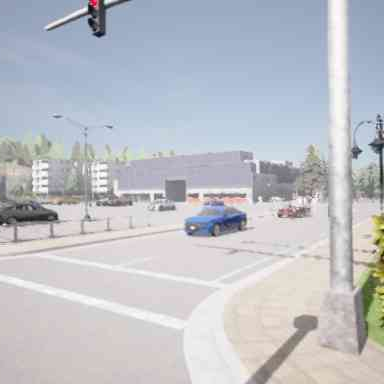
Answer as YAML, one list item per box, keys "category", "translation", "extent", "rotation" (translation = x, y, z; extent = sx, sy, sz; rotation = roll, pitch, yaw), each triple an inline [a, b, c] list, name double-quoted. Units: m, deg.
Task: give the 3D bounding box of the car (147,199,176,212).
- category: "car"
  translation: [-3.800, 1.669, 41.254]
  extent: [1.970, 1.475, 3.806]
  rotation: [-1, 0, 35]

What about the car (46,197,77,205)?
- category: "car"
  translation: [-25.168, 1.789, 65.220]
  extent: [2.152, 1.636, 5.027]
  rotation: [-1, 0, 35]

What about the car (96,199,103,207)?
- category: "car"
  translation: [-14.743, 1.567, 57.806]
  extent: [1.905, 1.878, 3.866]
  rotation: [-1, 0, 35]

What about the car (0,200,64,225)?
- category: "car"
  translation: [-12.152, 1.602, 24.353]
  extent: [2.007, 1.523, 4.514]
  rotation: [-1, 0, 35]

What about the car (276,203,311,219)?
- category: "car"
  translation: [9.355, 1.695, 30.528]
  extent: [1.895, 1.301, 4.718]
  rotation: [-1, 0, 35]

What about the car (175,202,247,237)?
- category: "car"
  translation: [1.453, 1.579, 19.208]
  extent: [1.882, 1.535, 5.008]
  rotation: [-1, 0, 35]

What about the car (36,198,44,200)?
- category: "car"
  translation: [-19.944, 1.747, 39.248]
  extent: [1.845, 1.501, 3.633]
  rotation: [-1, 0, 35]

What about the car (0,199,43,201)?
- category: "car"
  translation: [-14.739, 1.629, 26.129]
  extent: [2.152, 1.636, 5.027]
  rotation: [-1, 0, 35]

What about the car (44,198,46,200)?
- category: "car"
  translation: [-30.584, 1.940, 68.676]
  extent: [1.970, 1.475, 3.806]
  rotation: [-1, 0, 35]

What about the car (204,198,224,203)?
- category: "car"
  translation: [2.930, 1.621, 45.574]
  extent: [1.845, 1.501, 3.633]
  rotation: [-1, 0, 35]

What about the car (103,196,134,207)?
- category: "car"
  translation: [-12.136, 1.554, 56.458]
  extent: [1.932, 1.855, 4.605]
  rotation: [-1, 0, 35]

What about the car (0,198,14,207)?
- category: "car"
  translation: [-37.654, 2.052, 65.054]
  extent: [2.007, 1.523, 4.514]
  rotation: [-1, 0, 35]
